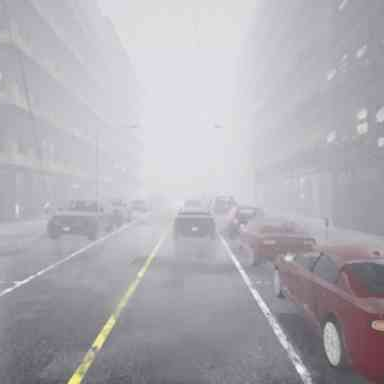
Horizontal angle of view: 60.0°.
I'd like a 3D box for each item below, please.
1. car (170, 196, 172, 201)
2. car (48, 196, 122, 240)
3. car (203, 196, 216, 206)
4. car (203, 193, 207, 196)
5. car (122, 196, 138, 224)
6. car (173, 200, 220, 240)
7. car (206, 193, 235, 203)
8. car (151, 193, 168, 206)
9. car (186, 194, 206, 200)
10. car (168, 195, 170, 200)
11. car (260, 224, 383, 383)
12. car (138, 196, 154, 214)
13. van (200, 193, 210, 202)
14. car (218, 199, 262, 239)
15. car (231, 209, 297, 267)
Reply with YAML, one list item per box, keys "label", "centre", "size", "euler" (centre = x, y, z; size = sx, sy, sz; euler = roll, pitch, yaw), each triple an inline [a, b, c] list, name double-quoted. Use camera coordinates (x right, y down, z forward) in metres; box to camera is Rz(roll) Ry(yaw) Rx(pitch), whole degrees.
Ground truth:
- label: "car"
  centre: [-5.266, 1.308, 71.860]
  size: [1.802, 1.307, 4.206]
  euler: [1, 0, 0]
- label: "car"
  centre: [-5.284, 1.227, 16.551]
  size: [2.192, 1.841, 5.009]
  euler: [1, 0, 0]
- label: "car"
  centre: [2.571, 1.360, 49.676]
  size: [1.802, 1.307, 4.206]
  euler: [1, 0, 0]
- label: "car"
  centre: [2.569, 1.256, 38.613]
  size: [1.967, 1.590, 4.097]
  euler: [1, 0, 0]
- label: "car"
  centre: [-5.281, 1.201, 22.081]
  size: [2.192, 1.841, 5.009]
  euler: [1, 0, 0]
- label: "car"
  centre: [0.107, 1.391, 16.391]
  size: [1.882, 1.535, 5.008]
  euler: [0, 0, 0]
- label: "car"
  centre: [2.567, 1.175, 27.549]
  size: [2.192, 1.841, 5.009]
  euler: [1, 0, 0]
- label: "car"
  centre: [-5.269, 1.092, 49.733]
  size: [2.192, 1.841, 5.009]
  euler: [1, 0, 0]
- label: "car"
  centre: [0.117, 1.309, 34.285]
  size: [1.882, 1.535, 5.008]
  euler: [0, 0, 0]
- label: "car"
  centre: [-5.272, 1.306, 55.266]
  size: [1.887, 1.381, 4.507]
  euler: [1, 0, 0]
- label: "car"
  centre: [2.586, 1.514, 5.427]
  size: [1.887, 1.381, 4.507]
  euler: [1, 0, 0]
- label: "car"
  centre: [-5.282, 1.402, 33.145]
  size: [1.947, 1.339, 4.313]
  euler: [1, 0, 0]
- label: "van"
  centre: [2.583, 1.078, 66.269]
  size: [1.690, 1.788, 3.998]
  euler: [1, 0, 0]
- label: "car"
  centre: [2.601, 1.353, 16.488]
  size: [1.967, 1.590, 4.097]
  euler: [1, 0, 0]
- label: "car"
  centre: [2.588, 1.485, 10.956]
  size: [1.887, 1.381, 4.507]
  euler: [1, 0, 0]
